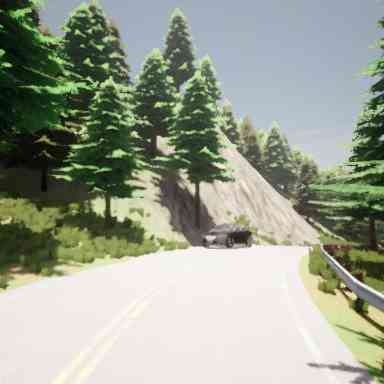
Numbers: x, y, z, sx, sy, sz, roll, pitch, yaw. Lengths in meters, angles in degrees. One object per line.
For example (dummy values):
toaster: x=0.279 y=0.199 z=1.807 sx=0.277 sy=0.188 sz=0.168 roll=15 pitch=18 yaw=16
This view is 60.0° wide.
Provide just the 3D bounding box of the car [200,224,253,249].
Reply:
car: x=2.257 y=2.734 z=20.898 sx=2.128 sy=1.511 sz=4.902 roll=-3 pitch=-7 yaw=31
